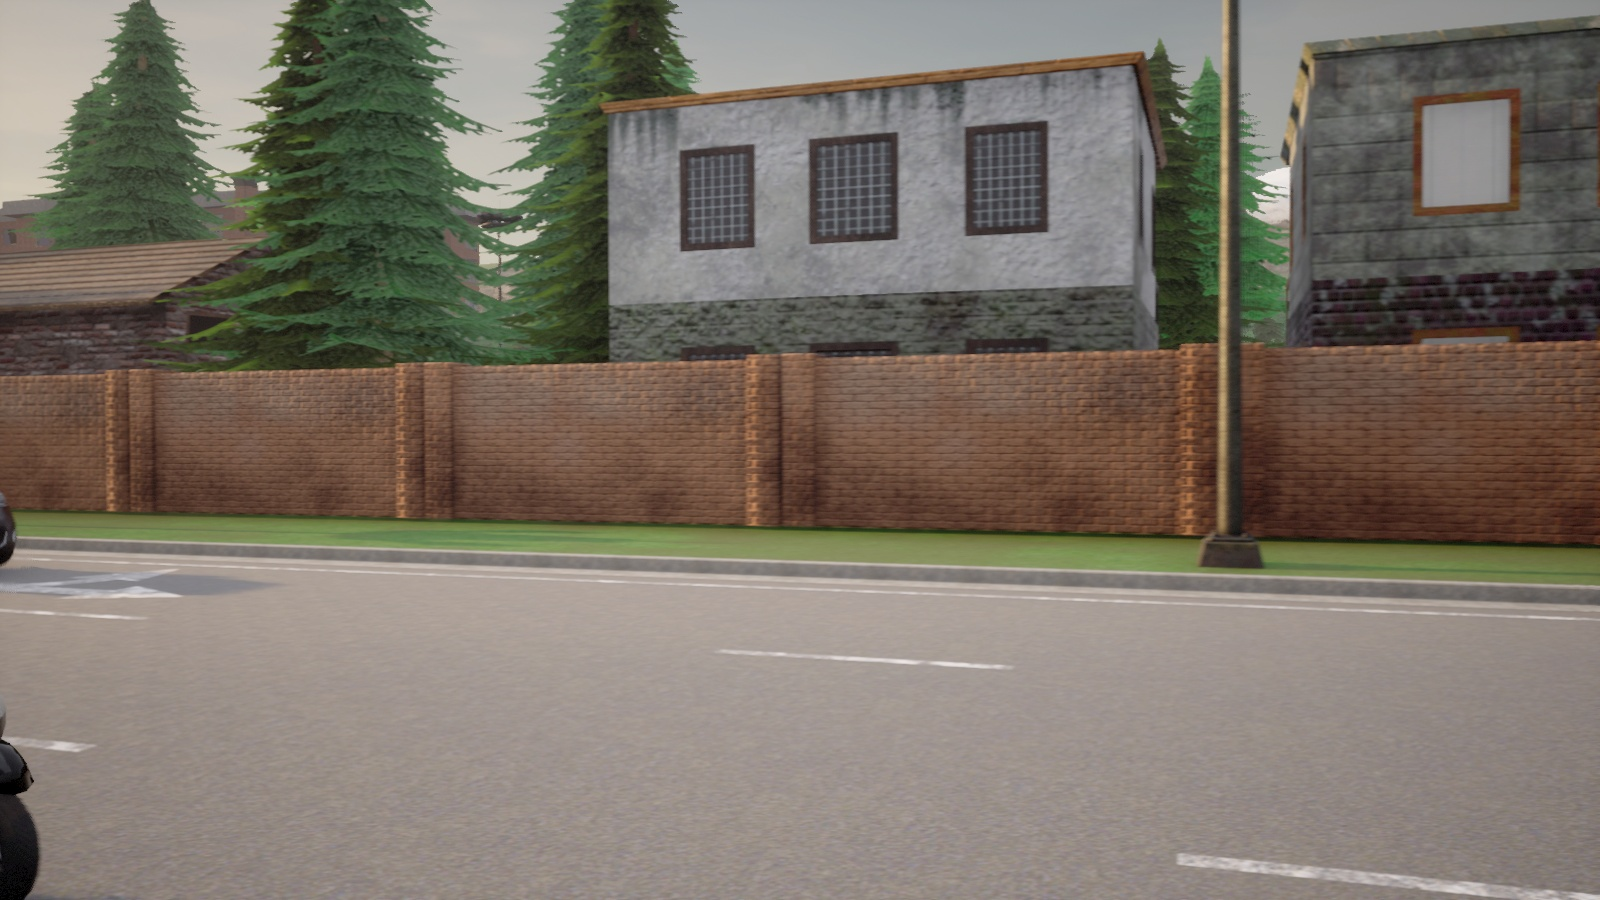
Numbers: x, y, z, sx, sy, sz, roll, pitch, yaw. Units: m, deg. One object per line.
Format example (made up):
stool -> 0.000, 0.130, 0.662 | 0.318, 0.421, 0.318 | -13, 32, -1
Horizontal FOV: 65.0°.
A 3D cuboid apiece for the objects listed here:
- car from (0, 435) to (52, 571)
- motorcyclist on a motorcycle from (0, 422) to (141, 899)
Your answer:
car -> -10.627, 0.574, 14.153 | 3.633, 1.501, 1.845 | 1, 1, 19
motorcyclist on a motorcycle -> -3.329, 0.698, 4.312 | 1.817, 1.590, 0.866 | 1, 1, 19
